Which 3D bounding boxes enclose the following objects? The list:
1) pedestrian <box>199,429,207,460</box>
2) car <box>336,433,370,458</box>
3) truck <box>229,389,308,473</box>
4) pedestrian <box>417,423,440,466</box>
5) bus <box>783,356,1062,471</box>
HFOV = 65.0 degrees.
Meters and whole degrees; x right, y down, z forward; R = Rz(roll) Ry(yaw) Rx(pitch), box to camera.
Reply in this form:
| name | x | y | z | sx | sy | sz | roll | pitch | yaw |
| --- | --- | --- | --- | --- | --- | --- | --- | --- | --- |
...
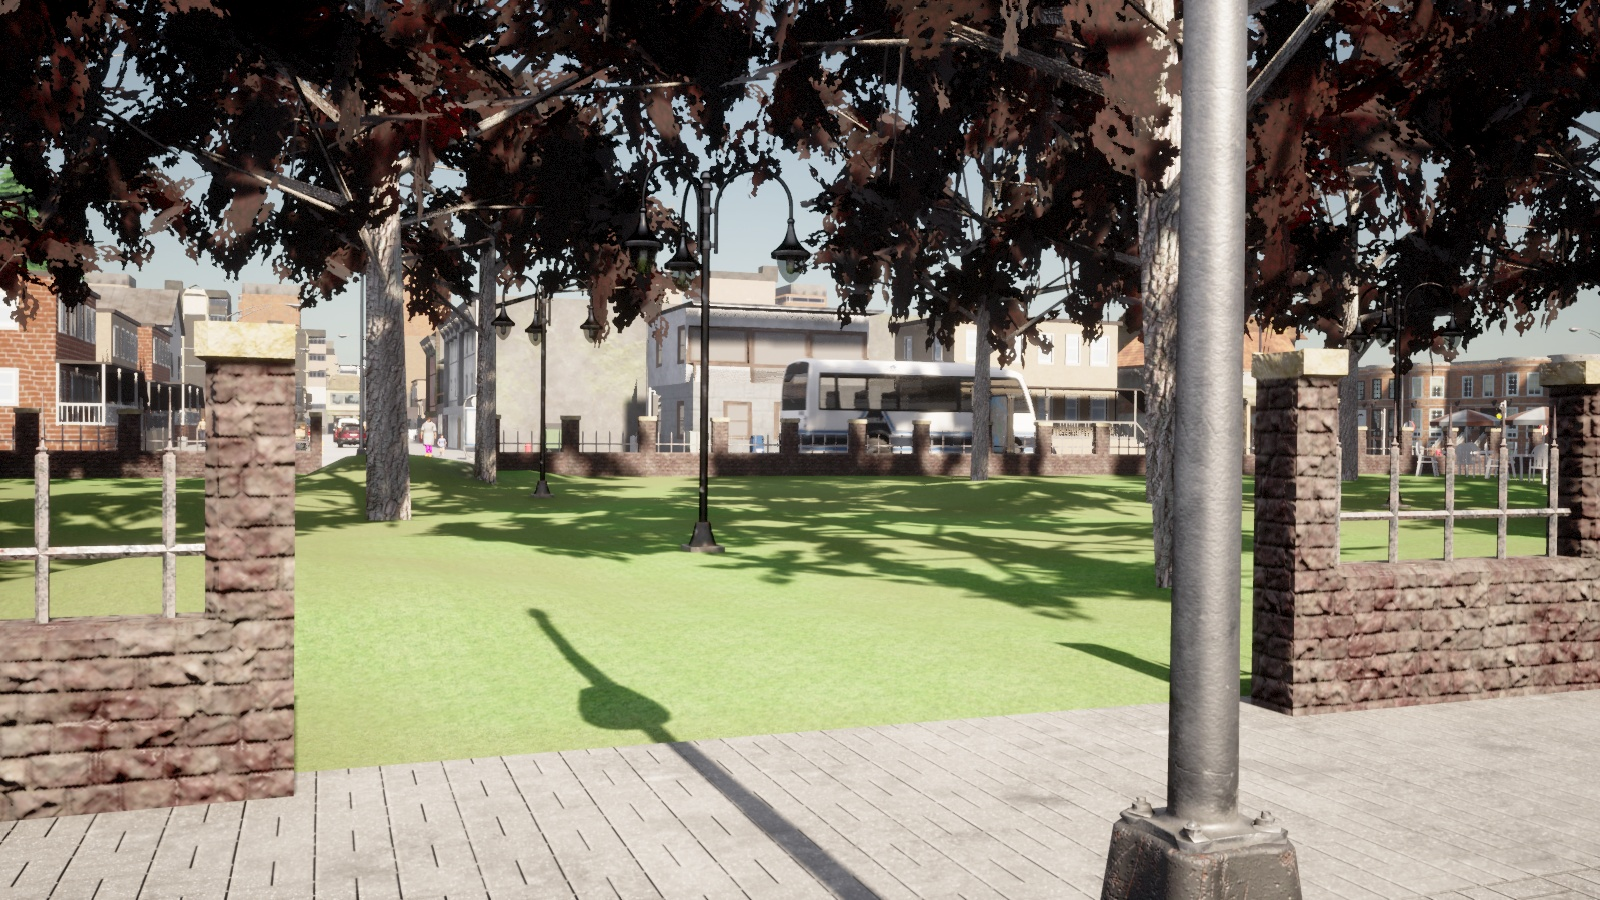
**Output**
| name | x | y | z | sx | sy | sz | roll | pitch | yaw |
| --- | --- | --- | --- | --- | --- | --- | --- | --- | --- |
| pedestrian | -35.861 | -0.331 | 75.397 | 0.345 | 1.836 | 0.594 | -1 | 1 | -21 |
| car | -30.305 | -0.329 | 85.098 | 2.033 | 1.649 | 4.856 | -1 | 1 | -21 |
| truck | -23.515 | -0.839 | 55.875 | 2.891 | 3.462 | 7.936 | -1 | 1 | -21 |
| pedestrian | -17.085 | -0.247 | 57.762 | 0.659 | 1.952 | 0.873 | 0 | 1 | 9 |
| bus | 4.849 | -1.440 | 49.741 | 10.273 | 4.253 | 3.944 | -1 | 1 | -20 |
